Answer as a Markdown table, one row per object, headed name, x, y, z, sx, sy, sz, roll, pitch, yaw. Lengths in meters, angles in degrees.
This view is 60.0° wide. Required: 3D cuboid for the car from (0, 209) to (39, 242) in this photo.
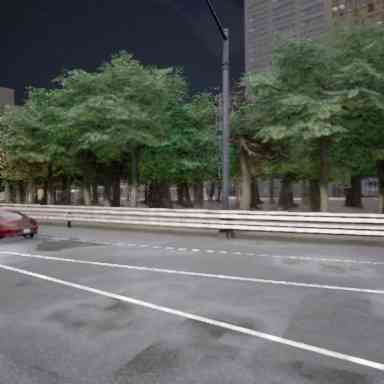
| name | x | y | z | sx | sy | sz | roll | pitch | yaw |
| --- | --- | --- | --- | --- | --- | --- | --- | --- | --- |
| car | -9.300 | 1.542 | 15.787 | 4.674 | 1.442 | 1.812 | 0 | 0 | 29 |
